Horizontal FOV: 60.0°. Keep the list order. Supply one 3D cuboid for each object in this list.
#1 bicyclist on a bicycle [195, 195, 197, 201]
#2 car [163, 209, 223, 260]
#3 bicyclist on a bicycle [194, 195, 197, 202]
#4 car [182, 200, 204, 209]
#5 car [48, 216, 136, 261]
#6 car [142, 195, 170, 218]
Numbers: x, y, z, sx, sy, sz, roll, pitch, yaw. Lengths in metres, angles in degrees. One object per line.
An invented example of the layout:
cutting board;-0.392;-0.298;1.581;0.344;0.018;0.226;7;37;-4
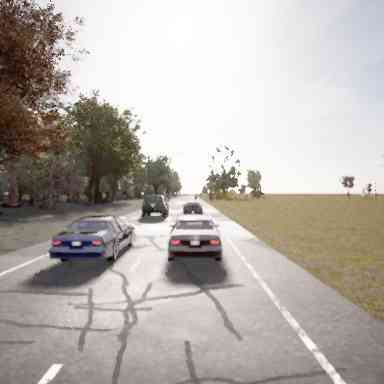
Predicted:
bicyclist on a bicycle;0.951;1.657;78.052;0.582;1.620;1.656;0;0;0
car;0.094;1.580;12.466;2.033;1.411;5.357;0;0;0
bicyclist on a bicycle;0.946;1.668;87.051;0.866;1.612;1.509;0;0;0
car;0.092;1.589;32.585;1.837;1.490;4.892;0;0;0
car;-3.406;1.579;12.317;2.033;1.411;5.357;0;0;0
car;-3.407;1.303;31.626;2.150;2.045;5.566;0;0;0
